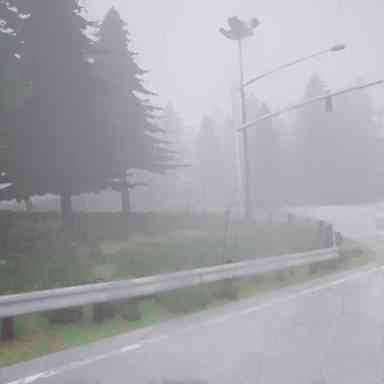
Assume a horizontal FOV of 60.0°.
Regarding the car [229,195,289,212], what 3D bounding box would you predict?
[{"bbox_3d":[5.360,0.902,27.297,4.718,1.301,1.895,-2,3,31],"label":"car"}]
